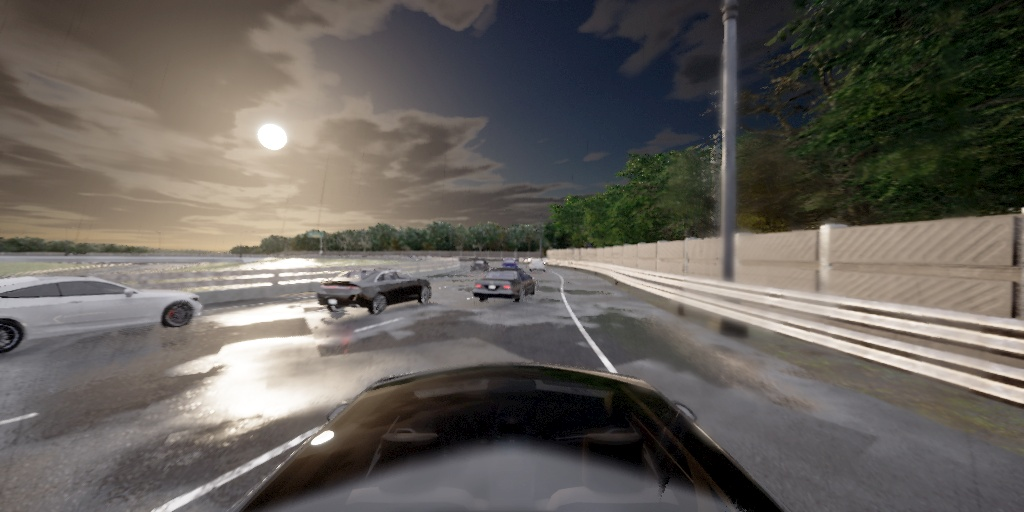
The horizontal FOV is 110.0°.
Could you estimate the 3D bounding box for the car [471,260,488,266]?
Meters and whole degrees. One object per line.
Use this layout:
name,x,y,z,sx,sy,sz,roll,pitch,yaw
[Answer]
car,-3.852,1.163,42.691,1.812,1.442,4.674,1,0,0

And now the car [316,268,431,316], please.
car,-4.738,1.173,13.151,2.128,1.511,4.902,1,0,16

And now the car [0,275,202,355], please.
car,-10.083,1.159,8.233,1.812,1.442,4.674,1,0,20

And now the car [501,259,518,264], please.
car,-0.335,1.146,44.717,1.882,1.535,5.008,1,0,-1

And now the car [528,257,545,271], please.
car,3.113,1.227,45.955,1.812,1.442,4.674,1,0,-1

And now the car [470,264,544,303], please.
car,-0.144,1.270,16.468,2.033,1.411,5.357,1,0,15
